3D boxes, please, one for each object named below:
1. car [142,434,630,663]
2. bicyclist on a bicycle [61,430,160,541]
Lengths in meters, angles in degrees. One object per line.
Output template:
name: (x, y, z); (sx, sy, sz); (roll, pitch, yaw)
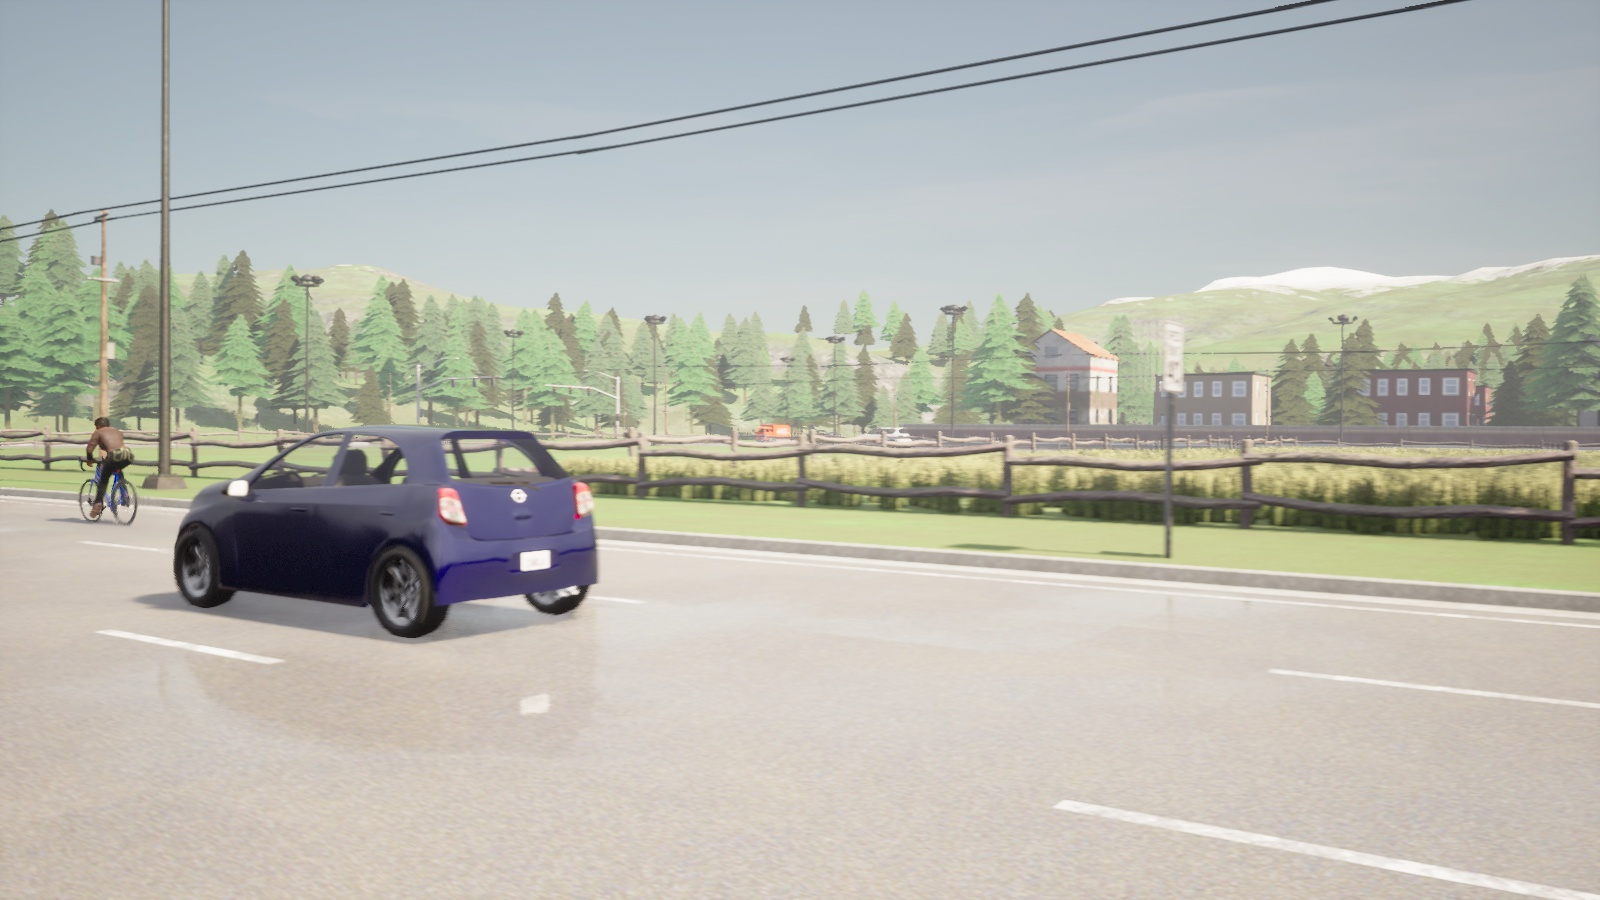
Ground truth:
car: (-3.362, 0.637, 10.059); (3.633, 1.501, 1.845); (0, 1, 34)
bicyclist on a bicycle: (-10.402, 0.515, 18.936); (1.656, 1.620, 0.582); (0, 1, 34)
